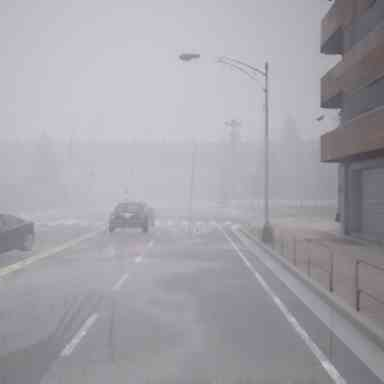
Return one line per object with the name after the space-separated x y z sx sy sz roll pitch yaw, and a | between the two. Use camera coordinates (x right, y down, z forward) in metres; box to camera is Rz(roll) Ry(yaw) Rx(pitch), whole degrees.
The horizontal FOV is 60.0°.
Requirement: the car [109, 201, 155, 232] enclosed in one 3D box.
-3.407 1.309 19.691 2.097 1.767 4.553 0 0 0 | car

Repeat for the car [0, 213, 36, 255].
-7.050 1.453 10.946 1.882 1.535 5.008 0 0 1 | car
